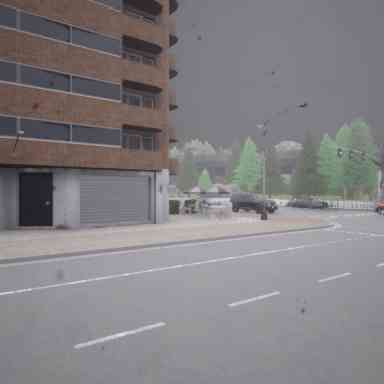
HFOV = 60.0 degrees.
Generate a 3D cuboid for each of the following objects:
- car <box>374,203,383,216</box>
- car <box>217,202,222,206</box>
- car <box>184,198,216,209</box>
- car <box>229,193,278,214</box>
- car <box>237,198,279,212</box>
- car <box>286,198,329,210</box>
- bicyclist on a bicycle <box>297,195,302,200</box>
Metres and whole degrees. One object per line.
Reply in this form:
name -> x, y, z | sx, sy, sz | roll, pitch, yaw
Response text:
car -> 18.947, 1.298, 29.902 | 2.097, 1.767, 4.553 | 0, 0, -36
car -> 2.009, 1.545, 46.503 | 1.895, 1.301, 4.718 | 0, 0, -41
car -> 0.662, 1.508, 42.538 | 1.994, 1.385, 4.181 | 0, 0, -39
car -> 6.328, 1.166, 35.031 | 2.150, 2.045, 5.566 | 0, 0, -38
car -> 7.638, 1.449, 39.147 | 1.837, 1.490, 4.892 | 0, 0, -37
car -> 14.502, 1.492, 42.042 | 2.033, 1.411, 5.357 | 0, 0, -36
bicyclist on a bicycle -> 15.345, 1.245, 47.341 | 1.656, 1.620, 0.582 | 0, 0, -36
